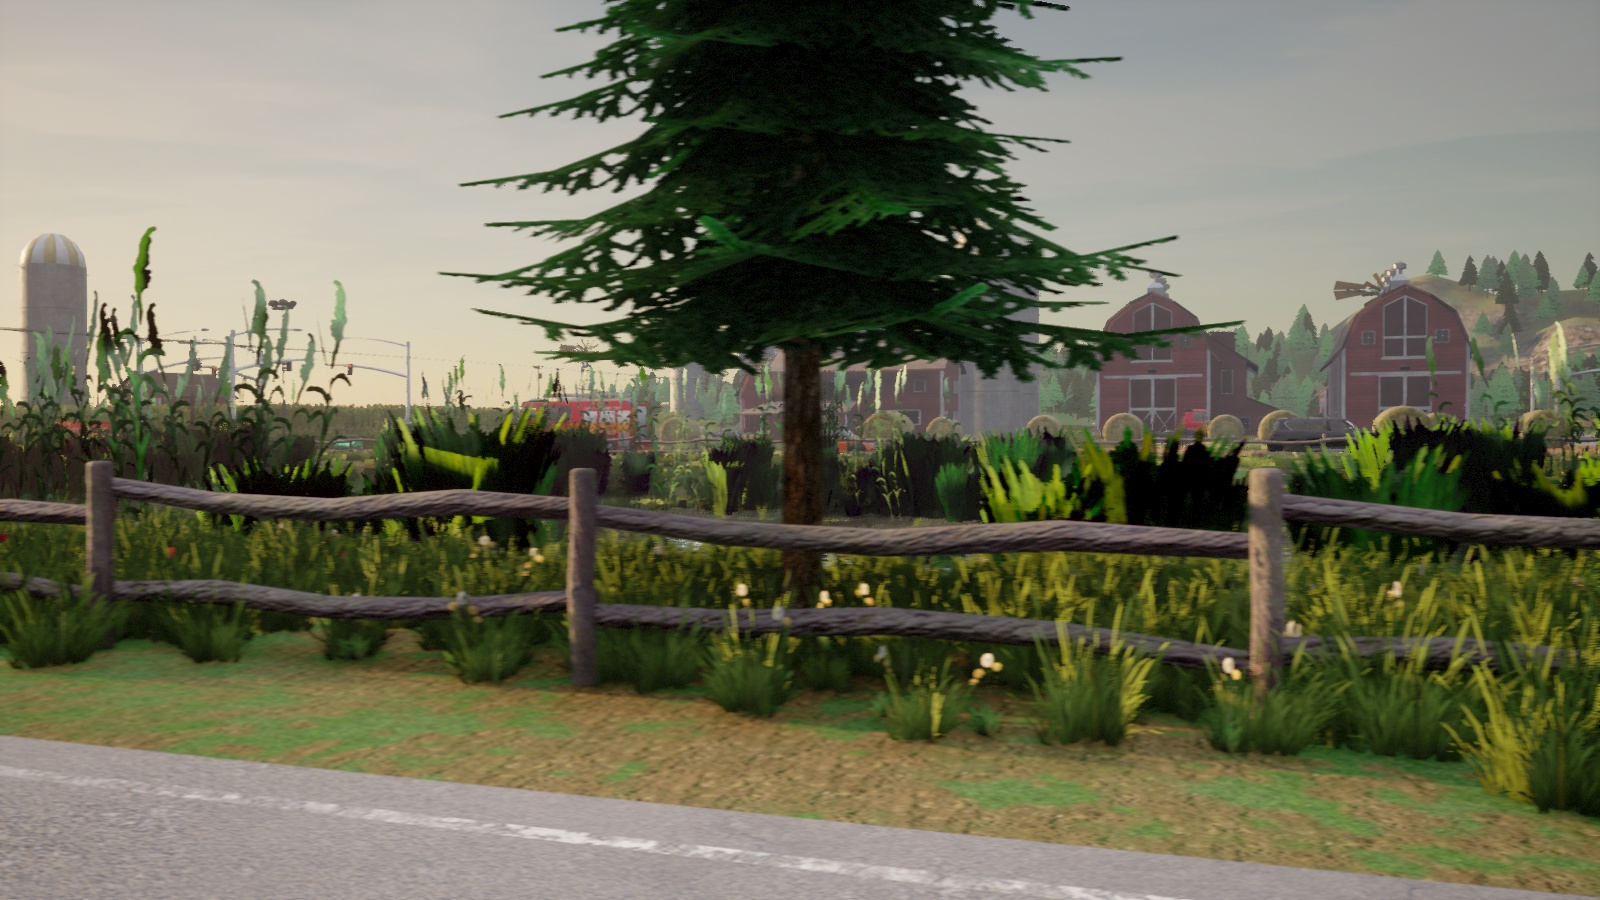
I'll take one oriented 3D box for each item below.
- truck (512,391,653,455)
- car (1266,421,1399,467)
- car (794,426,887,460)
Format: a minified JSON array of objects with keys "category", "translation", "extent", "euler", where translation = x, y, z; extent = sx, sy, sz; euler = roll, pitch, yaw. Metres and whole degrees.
[{"category":"truck","translation":[-13.596,-1.669,78.469],"extent":[8.468,3.827,2.891],"euler":[0,1,23]},{"category":"car","translation":[24.676,-0.319,58.338],"extent":[5.566,2.045,2.150],"euler":[1,1,23]},{"category":"car","translation":[2.210,-0.417,67.931],"extent":[4.553,1.767,2.097],"euler":[1,1,23]}]
